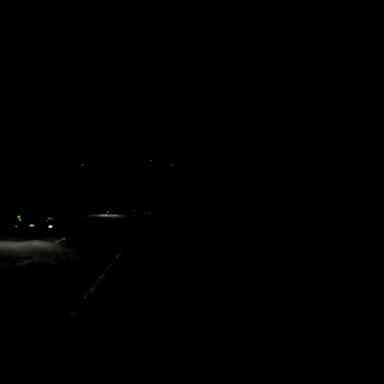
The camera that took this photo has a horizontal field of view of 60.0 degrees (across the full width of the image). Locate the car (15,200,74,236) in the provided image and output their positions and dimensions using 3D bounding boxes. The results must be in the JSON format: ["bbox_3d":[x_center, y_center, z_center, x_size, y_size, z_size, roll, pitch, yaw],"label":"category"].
[{"bbox_3d":[-9.070,1.531,21.038,2.150,2.045,5.566,1,-1,-6],"label":"car"}]

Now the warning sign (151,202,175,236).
[{"bbox_3d":[-1.677,1.484,18.911,1.300,1.860,1.060,0,-2,-6],"label":"warning sign"}]

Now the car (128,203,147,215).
[{"bbox_3d":[-7.516,2.287,45.050,1.882,1.535,5.008,1,-1,-5],"label":"car"}]

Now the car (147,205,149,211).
[{"bbox_3d":[-8.370,2.629,56.934,1.895,1.301,4.718,1,-1,-4],"label":"car"}]

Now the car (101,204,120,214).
[{"bbox_3d":[-11.238,2.329,46.235,2.033,1.411,5.357,1,-1,-4],"label":"car"}]
